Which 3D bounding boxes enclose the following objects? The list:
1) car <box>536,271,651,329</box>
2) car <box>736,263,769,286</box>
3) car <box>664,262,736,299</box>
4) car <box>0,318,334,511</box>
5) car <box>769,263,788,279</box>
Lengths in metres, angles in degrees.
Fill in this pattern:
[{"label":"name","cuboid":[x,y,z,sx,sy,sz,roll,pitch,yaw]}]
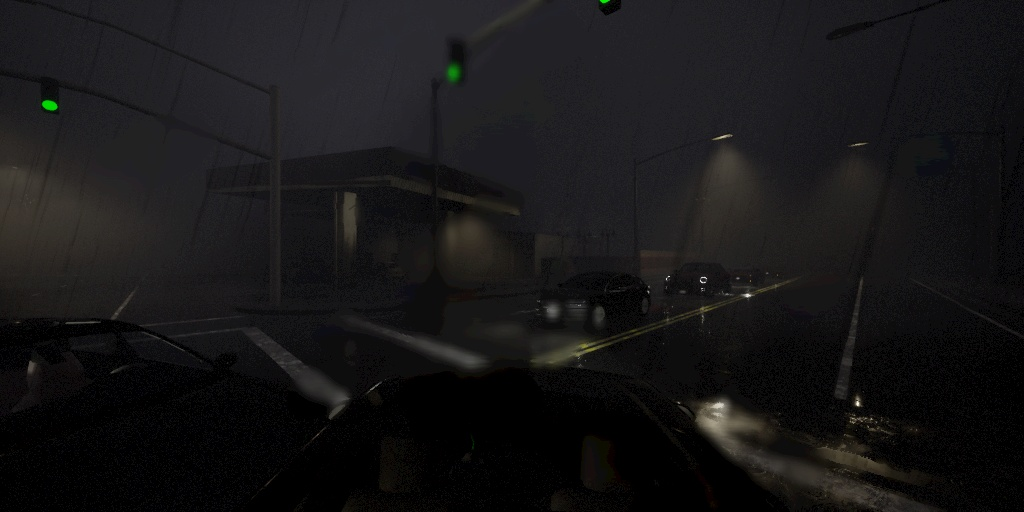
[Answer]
[{"label":"car","cuboid":[2.790,1.255,11.500,1.837,1.490,4.892,0,0,44]},{"label":"car","cuboid":[16.446,1.314,25.365,1.994,1.385,4.181,0,0,44]},{"label":"car","cuboid":[9.575,1.102,18.400,2.097,1.767,4.553,0,0,45]},{"label":"car","cuboid":[-3.440,1.242,2.432,4.902,1.511,2.128,0,0,14]},{"label":"car","cuboid":[23.524,1.314,32.475,4.181,1.385,1.994,0,0,-45]}]
